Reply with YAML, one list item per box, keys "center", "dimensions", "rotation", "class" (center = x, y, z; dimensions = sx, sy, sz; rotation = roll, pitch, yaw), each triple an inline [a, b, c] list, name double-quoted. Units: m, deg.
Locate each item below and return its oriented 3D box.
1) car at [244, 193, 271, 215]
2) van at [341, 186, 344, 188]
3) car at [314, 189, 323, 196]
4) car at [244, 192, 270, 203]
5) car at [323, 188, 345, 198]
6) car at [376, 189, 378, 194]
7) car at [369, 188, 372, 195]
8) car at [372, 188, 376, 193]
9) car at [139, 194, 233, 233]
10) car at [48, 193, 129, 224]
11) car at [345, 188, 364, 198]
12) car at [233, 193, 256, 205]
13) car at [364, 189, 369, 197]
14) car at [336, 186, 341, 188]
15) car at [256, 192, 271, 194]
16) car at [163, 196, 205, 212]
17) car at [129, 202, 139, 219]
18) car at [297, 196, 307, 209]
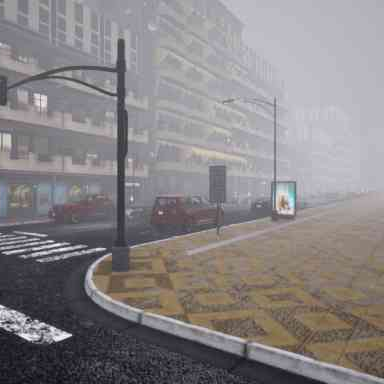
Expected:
- center: [6.242, 1.069, 26.794]
  dimensions: [1.947, 1.339, 4.313]
  rotation: [1, 2, 35]
  class: "car"
- center: [37.479, -0.446, 86.076]
  dimensions: [1.690, 1.788, 3.998]
  rotation: [2, 2, 35]
  class: "van"
- center: [27.943, -0.025, 72.444]
  dimensions: [1.967, 1.590, 4.097]
  rotation: [2, 2, 35]
  class: "car"
- center: [8.872, 0.754, 45.179]
  dimensions: [1.802, 1.307, 4.206]
  rotation: [2, 2, 35]
  class: "car"
- center: [24.644, 0.380, 57.655]
  dimensions: [1.994, 1.385, 4.181]
  rotation: [0, 1, 35]
  class: "car"
- center: [44.389, -0.221, 81.344]
  dimensions: [2.008, 1.369, 4.403]
  rotation: [1, 2, 35]
  class: "car"
- center: [34.853, 0.095, 67.706]
  dimensions: [1.887, 1.381, 4.507]
  rotation: [1, 2, 35]
  class: "car"
- center: [38.032, -0.012, 72.252]
  dimensions: [1.887, 1.381, 4.507]
  rotation: [1, 2, 35]
  class: "car"
- center: [-0.115, 1.026, 17.696]
  dimensions: [2.192, 1.841, 5.009]
  rotation: [1, 2, 35]
  class: "car"
- center: [-7.017, 1.010, 22.448]
  dimensions: [2.192, 1.841, 5.009]
  rotation: [1, 2, 35]
  class: "car"
- center: [28.495, 0.308, 58.615]
  dimensions: [1.887, 1.381, 4.507]
  rotation: [1, 2, 35]
  class: "car"
- center: [5.695, 0.829, 40.634]
  dimensions: [2.008, 1.369, 4.403]
  rotation: [2, 2, 35]
  class: "car"
- center: [31.674, 0.098, 63.157]
  dimensions: [1.967, 1.590, 4.097]
  rotation: [1, 2, 35]
  class: "car"
- center: [34.300, -0.240, 81.534]
  dimensions: [1.967, 1.590, 4.097]
  rotation: [2, 2, 35]
  class: "car"
- center: [10.093, 0.756, 42.383]
  dimensions: [2.033, 1.411, 5.357]
  rotation: [0, 1, 35]
  class: "car"
- center: [-0.662, 1.069, 31.545]
  dimensions: [1.802, 1.307, 4.206]
  rotation: [2, 2, 35]
  class: "car"
- center: [-2.819, 1.123, 23.965]
  dimensions: [2.128, 1.511, 4.902]
  rotation: [0, 1, 35]
  class: "car"
- center: [9.421, 0.965, 31.340]
  dimensions: [1.947, 1.339, 4.313]
  rotation: [1, 2, 35]
  class: "car"
